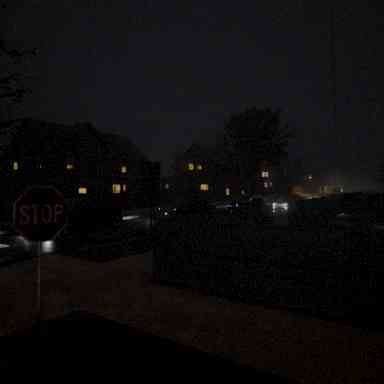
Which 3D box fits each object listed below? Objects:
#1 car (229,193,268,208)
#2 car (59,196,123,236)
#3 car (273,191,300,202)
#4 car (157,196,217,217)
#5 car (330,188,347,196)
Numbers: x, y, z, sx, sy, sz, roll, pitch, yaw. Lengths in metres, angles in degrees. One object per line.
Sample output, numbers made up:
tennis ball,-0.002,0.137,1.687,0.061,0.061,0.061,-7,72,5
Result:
car,5.659,0.762,32.587,2.033,1.411,5.357,1,2,36
car,-5.658,1.028,16.568,2.097,1.767,4.553,1,2,34
car,11.657,0.575,40.989,1.895,1.301,4.718,1,2,36
car,-0.205,1.000,24.328,2.033,1.411,5.357,1,2,35
car,22.880,0.168,51.800,1.837,1.490,4.892,1,2,36
